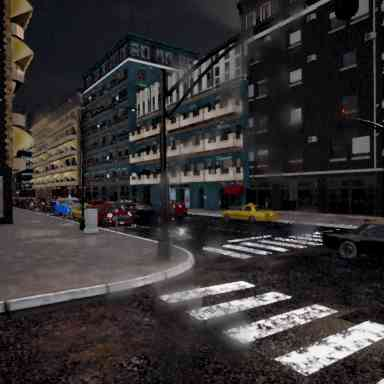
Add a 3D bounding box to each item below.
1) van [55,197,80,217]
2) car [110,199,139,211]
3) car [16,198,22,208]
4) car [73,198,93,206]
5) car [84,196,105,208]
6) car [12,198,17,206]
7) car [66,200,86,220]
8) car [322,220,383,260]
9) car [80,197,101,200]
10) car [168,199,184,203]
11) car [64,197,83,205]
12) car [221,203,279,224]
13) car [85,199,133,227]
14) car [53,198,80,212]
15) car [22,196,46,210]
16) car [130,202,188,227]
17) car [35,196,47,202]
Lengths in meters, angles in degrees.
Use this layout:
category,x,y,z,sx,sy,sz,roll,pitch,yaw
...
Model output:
category,x,y,z,sx,sy,sz,roll,pitch,yaw
van,-12.271,1.483,32.934,1.690,1.788,3.998,-1,1,-35
car,-8.656,1.581,42.305,2.008,1.369,4.403,-1,1,-35
car,-25.115,1.770,50.963,1.947,1.339,4.313,-1,1,-35
car,-18.292,1.643,55.826,1.947,1.339,4.313,-1,1,-35
car,-15.082,1.501,51.318,1.967,1.590,4.097,-1,1,-35
car,-31.540,1.782,59.977,1.887,1.381,4.507,-1,1,-35
car,-8.957,1.652,28.290,1.752,1.417,4.829,-1,1,-35
car,6.783,1.630,10.669,1.895,1.301,4.718,-1,0,-36
car,-9.328,1.576,33.278,1.882,1.535,5.008,-1,1,-35
car,-2.233,1.440,33.291,1.967,1.590,4.097,-1,1,-35
car,-21.504,1.645,60.333,2.008,1.369,4.403,-1,1,-35
car,4.093,1.497,24.417,1.752,1.417,4.829,-1,1,-35
car,-5.846,1.552,23.922,1.967,1.590,4.097,-1,1,-35
car,-16.415,1.621,43.285,2.128,1.511,4.902,-1,1,-35
car,-21.905,1.628,46.455,1.967,1.590,4.097,-1,1,-35
car,-2.398,1.631,23.546,1.994,1.385,4.181,-1,0,-36
car,-37.563,1.728,82.867,1.887,1.381,4.507,-1,1,-35
